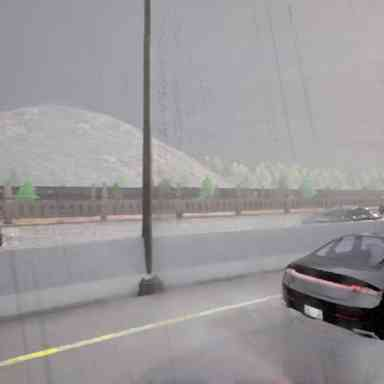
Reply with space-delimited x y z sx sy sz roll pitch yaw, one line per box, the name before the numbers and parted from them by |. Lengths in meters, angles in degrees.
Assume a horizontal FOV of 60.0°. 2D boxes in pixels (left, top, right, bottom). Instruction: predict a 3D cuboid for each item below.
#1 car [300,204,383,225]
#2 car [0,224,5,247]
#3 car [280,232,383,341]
car | 7.477 1.467 16.609 4.892 1.490 1.837 0 0 -30
car | -8.630 1.458 10.561 4.674 1.442 1.812 0 0 -36
car | 3.766 1.480 5.970 4.902 1.511 2.128 0 0 -32
